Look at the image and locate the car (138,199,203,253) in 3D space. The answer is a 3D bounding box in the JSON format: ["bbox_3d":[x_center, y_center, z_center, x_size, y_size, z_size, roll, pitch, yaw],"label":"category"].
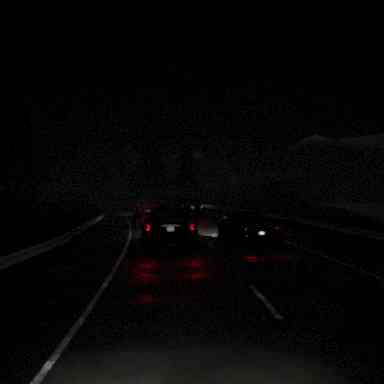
[{"bbox_3d":[-1.025,1.341,13.911,2.097,1.767,4.553,0,0,-7],"label":"car"}]

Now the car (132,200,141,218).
[{"bbox_3d":[-4.386,1.460,30.632,1.882,1.535,5.008,0,0,-15],"label":"car"}]

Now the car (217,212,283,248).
[{"bbox_3d":[2.412,1.547,14.721,1.994,1.385,4.181,0,0,-7],"label":"car"}]

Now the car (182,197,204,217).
[{"bbox_3d":[-0.477,1.327,29.497,2.097,1.767,4.553,0,0,-14],"label":"car"}]
